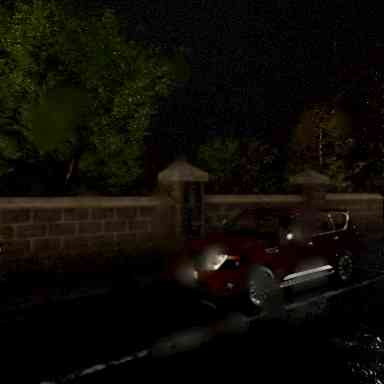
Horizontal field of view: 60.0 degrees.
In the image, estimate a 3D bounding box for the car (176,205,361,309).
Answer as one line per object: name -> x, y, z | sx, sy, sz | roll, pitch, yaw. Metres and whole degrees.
car -> 2.076, 1.288, 8.027 | 5.009, 1.841, 2.192 | 0, 1, -35
